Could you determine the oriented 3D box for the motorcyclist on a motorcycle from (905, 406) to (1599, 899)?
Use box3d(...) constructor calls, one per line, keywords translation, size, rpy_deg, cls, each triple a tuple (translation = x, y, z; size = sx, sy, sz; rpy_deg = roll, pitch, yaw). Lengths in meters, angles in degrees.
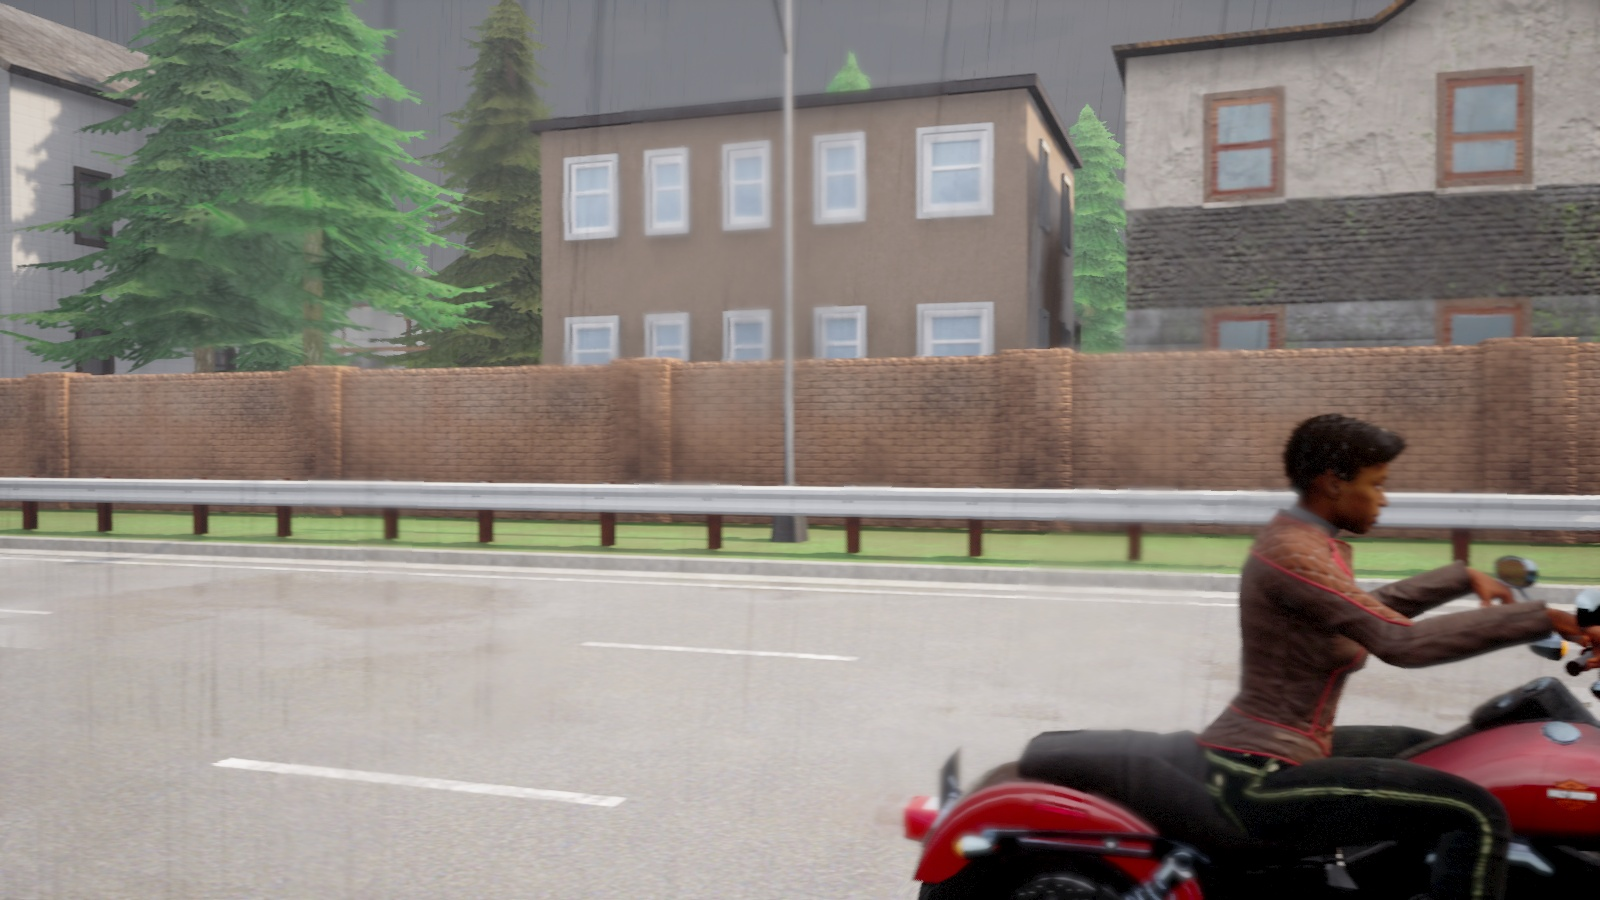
box3d(translation=(1.464, 0.739, 2.700), size=(2.350, 1.649, 0.766), rpy_deg=(1, 1, 19), cls="motorcyclist on a motorcycle")
